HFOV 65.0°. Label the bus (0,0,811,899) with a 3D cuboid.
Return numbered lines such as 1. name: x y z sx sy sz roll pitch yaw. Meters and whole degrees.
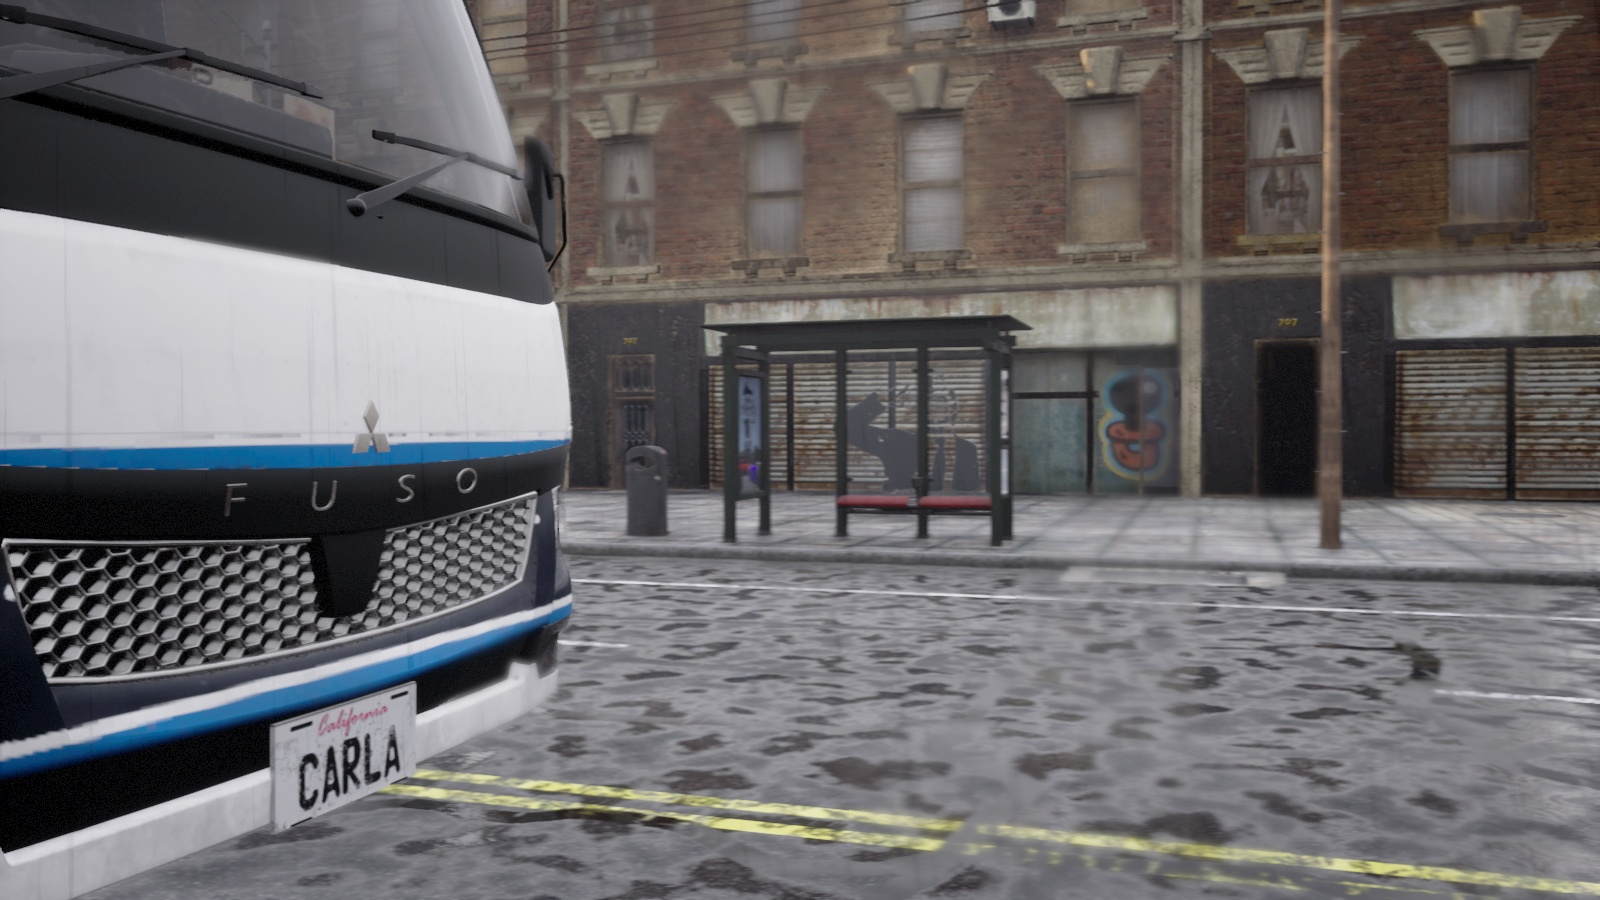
1. bus: -5.459 -0.650 5.017 10.273 4.253 3.944 1 1 19
